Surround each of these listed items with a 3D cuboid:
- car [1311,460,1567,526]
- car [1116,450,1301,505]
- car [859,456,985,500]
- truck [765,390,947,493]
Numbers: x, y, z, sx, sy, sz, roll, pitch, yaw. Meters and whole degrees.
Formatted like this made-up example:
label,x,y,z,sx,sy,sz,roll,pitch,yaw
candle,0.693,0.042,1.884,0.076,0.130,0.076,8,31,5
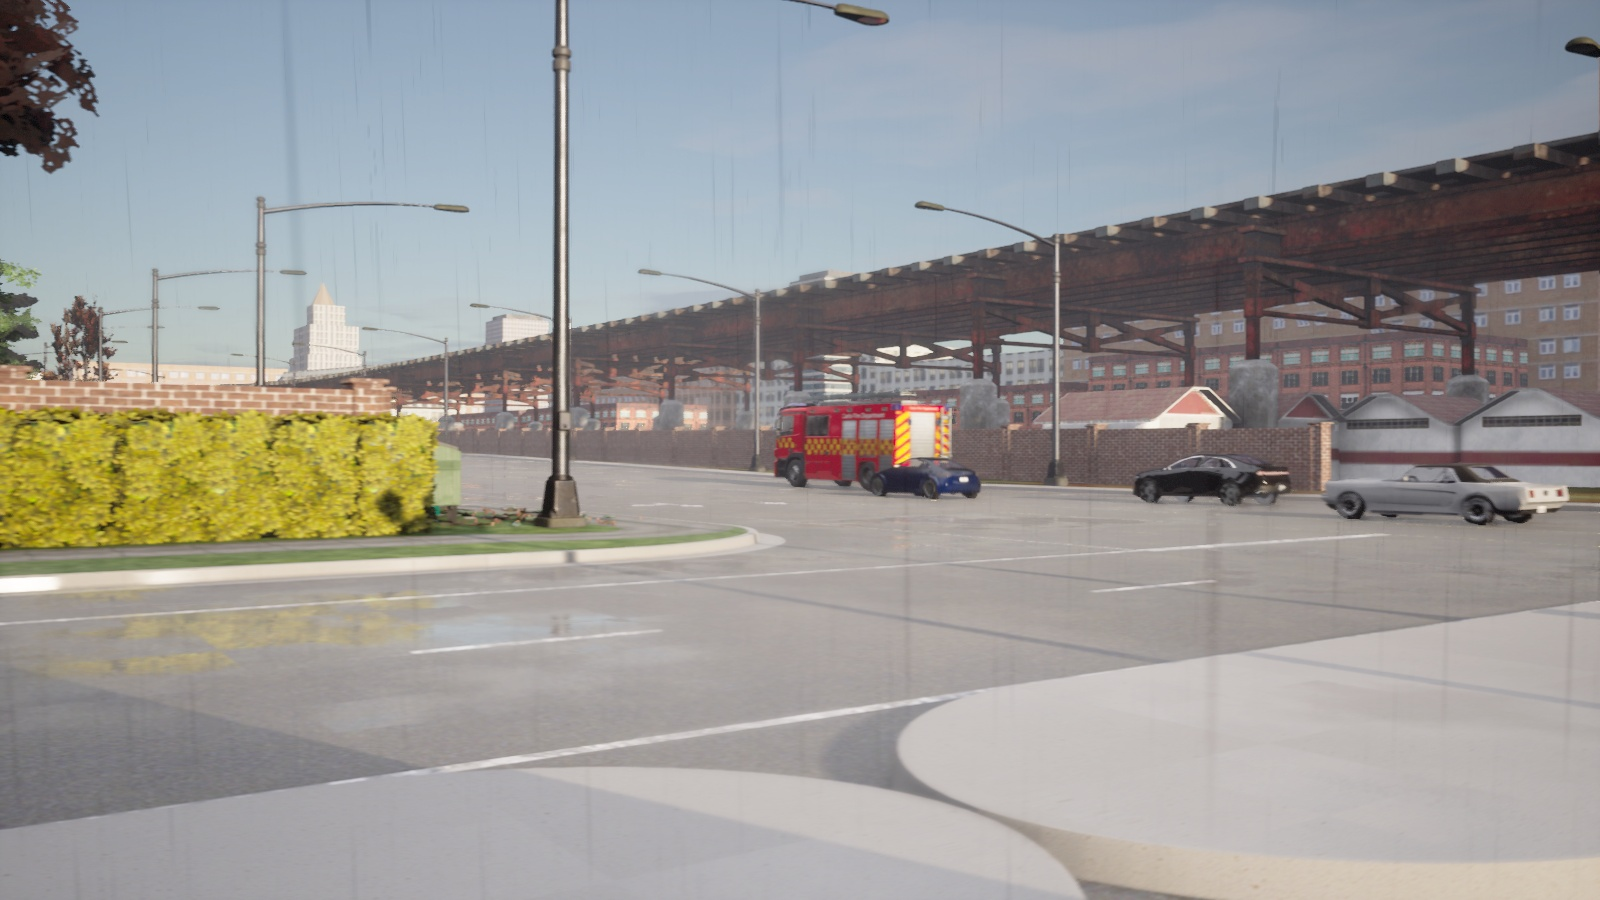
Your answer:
label,x,y,z,sx,sy,sz,roll,pitch,yaw
car,14.031,0.884,27.865,1.895,1.301,4.718,0,0,-35
car,11.946,0.767,37.047,2.128,1.511,4.902,0,0,-35
car,4.058,0.902,42.311,1.994,1.385,4.181,0,0,-35
truck,2.095,-0.334,51.315,2.891,3.827,8.468,0,0,-35
